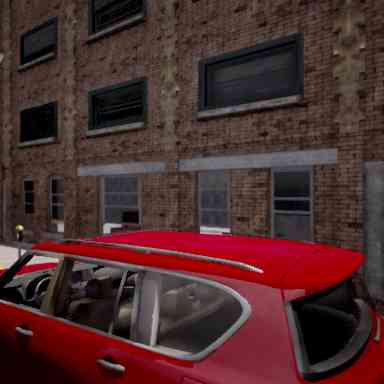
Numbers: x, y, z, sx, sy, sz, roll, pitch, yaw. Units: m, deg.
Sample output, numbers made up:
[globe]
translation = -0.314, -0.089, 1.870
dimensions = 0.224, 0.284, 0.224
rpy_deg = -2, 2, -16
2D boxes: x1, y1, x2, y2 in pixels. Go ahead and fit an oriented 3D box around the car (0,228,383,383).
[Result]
[car]
translation = -0.717, 1.314, 3.388
dimensions = 5.009, 1.841, 2.192
rpy_deg = 0, 0, 35
